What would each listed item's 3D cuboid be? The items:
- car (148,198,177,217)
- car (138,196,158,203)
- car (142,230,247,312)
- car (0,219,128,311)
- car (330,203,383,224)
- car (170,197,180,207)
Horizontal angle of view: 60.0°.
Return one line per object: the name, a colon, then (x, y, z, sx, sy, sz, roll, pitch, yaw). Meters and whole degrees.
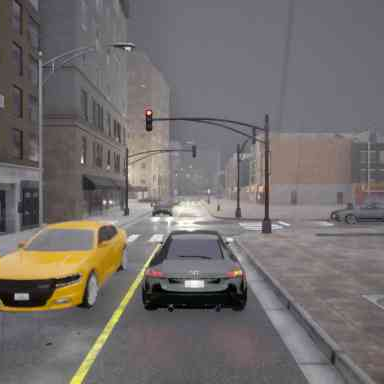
car: (-2.721, 1.555, 31.581, 2.033, 1.411, 5.357, 0, 0, -2)
car: (-8.935, 1.596, 69.961, 4.674, 1.442, 1.812, 0, 0, 9)
car: (0.057, 1.564, 7.781, 1.994, 1.385, 4.181, 0, 0, 0)
car: (-2.844, 1.478, 8.061, 1.882, 1.535, 5.008, 0, 0, 0)
car: (12.069, 1.515, 23.583, 4.181, 1.385, 1.994, 0, 0, 0)
car: (-2.785, 1.525, 51.092, 1.837, 1.490, 4.892, 0, 0, 0)
